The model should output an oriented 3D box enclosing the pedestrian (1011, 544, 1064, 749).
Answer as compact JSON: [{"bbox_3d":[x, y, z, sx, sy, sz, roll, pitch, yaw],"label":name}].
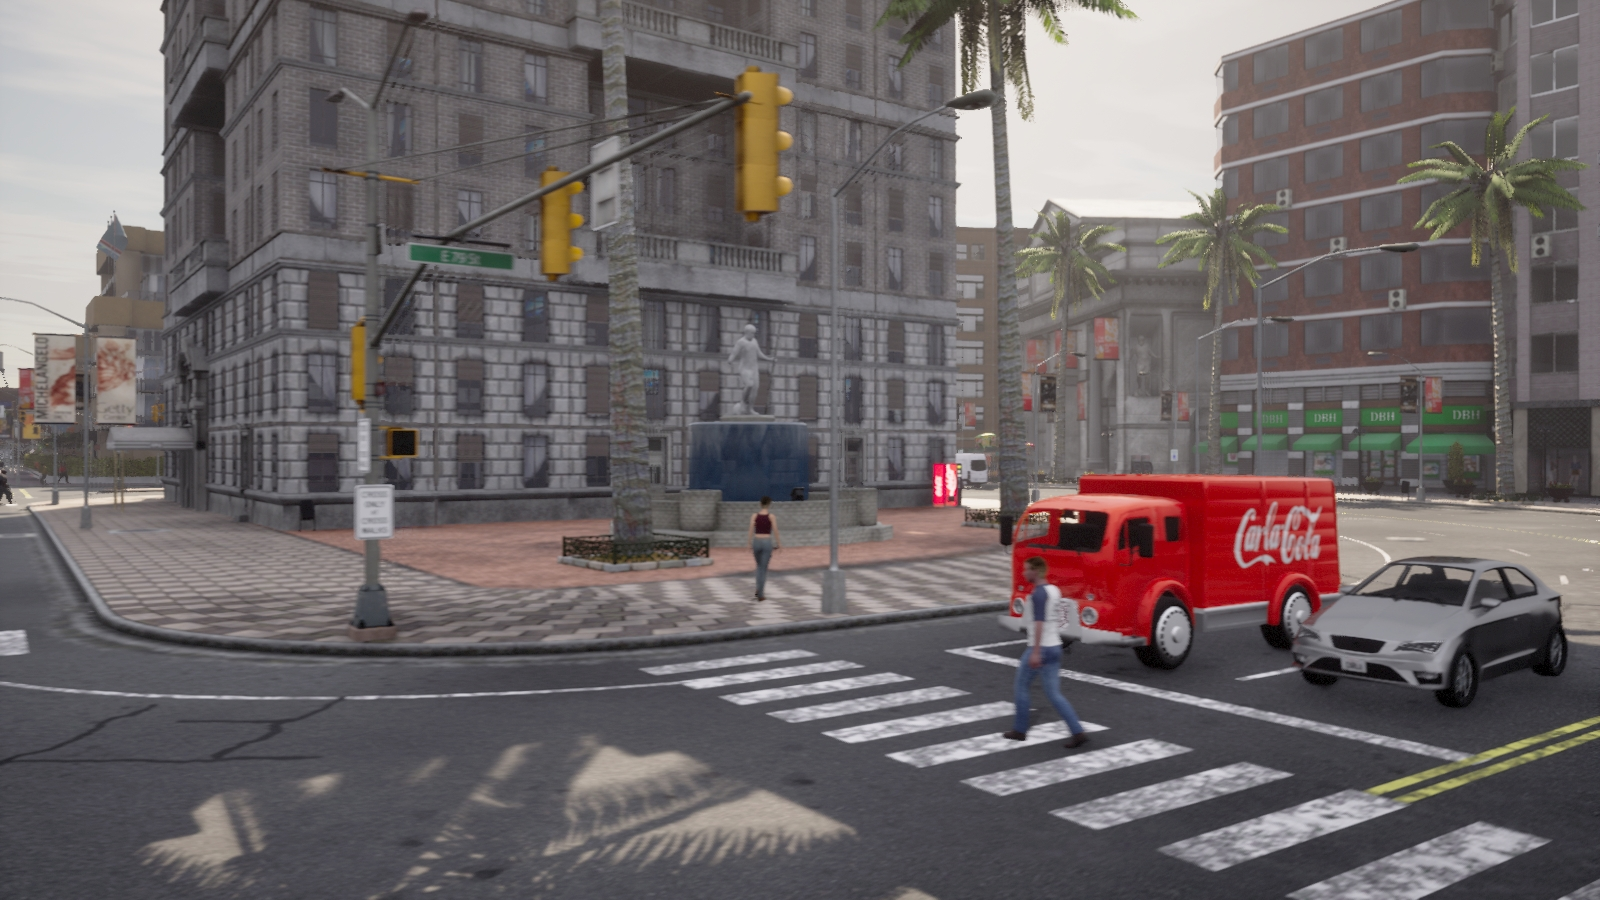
[{"bbox_3d":[2.265,1.851,10.880,0.375,1.860,0.375,0,0,36],"label":"pedestrian"}]

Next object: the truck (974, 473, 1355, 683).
[{"bbox_3d":[5.274,1.581,16.258,5.204,2.467,2.627,1,-1,-37],"label":"truck"}]

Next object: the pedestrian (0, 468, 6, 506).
[{"bbox_3d":[-40.063,1.848,57.300,0.375,1.860,0.375,0,0,-35],"label":"pedestrian"}]

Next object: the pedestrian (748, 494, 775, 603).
[{"bbox_3d":[-0.673,1.698,19.865,0.375,1.860,0.375,0,0,14],"label":"pedestrian"}]

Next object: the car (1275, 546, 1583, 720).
[{"bbox_3d":[7.733,2.069,13.904,4.193,1.474,1.816,0,0,-39],"label":"car"}]
